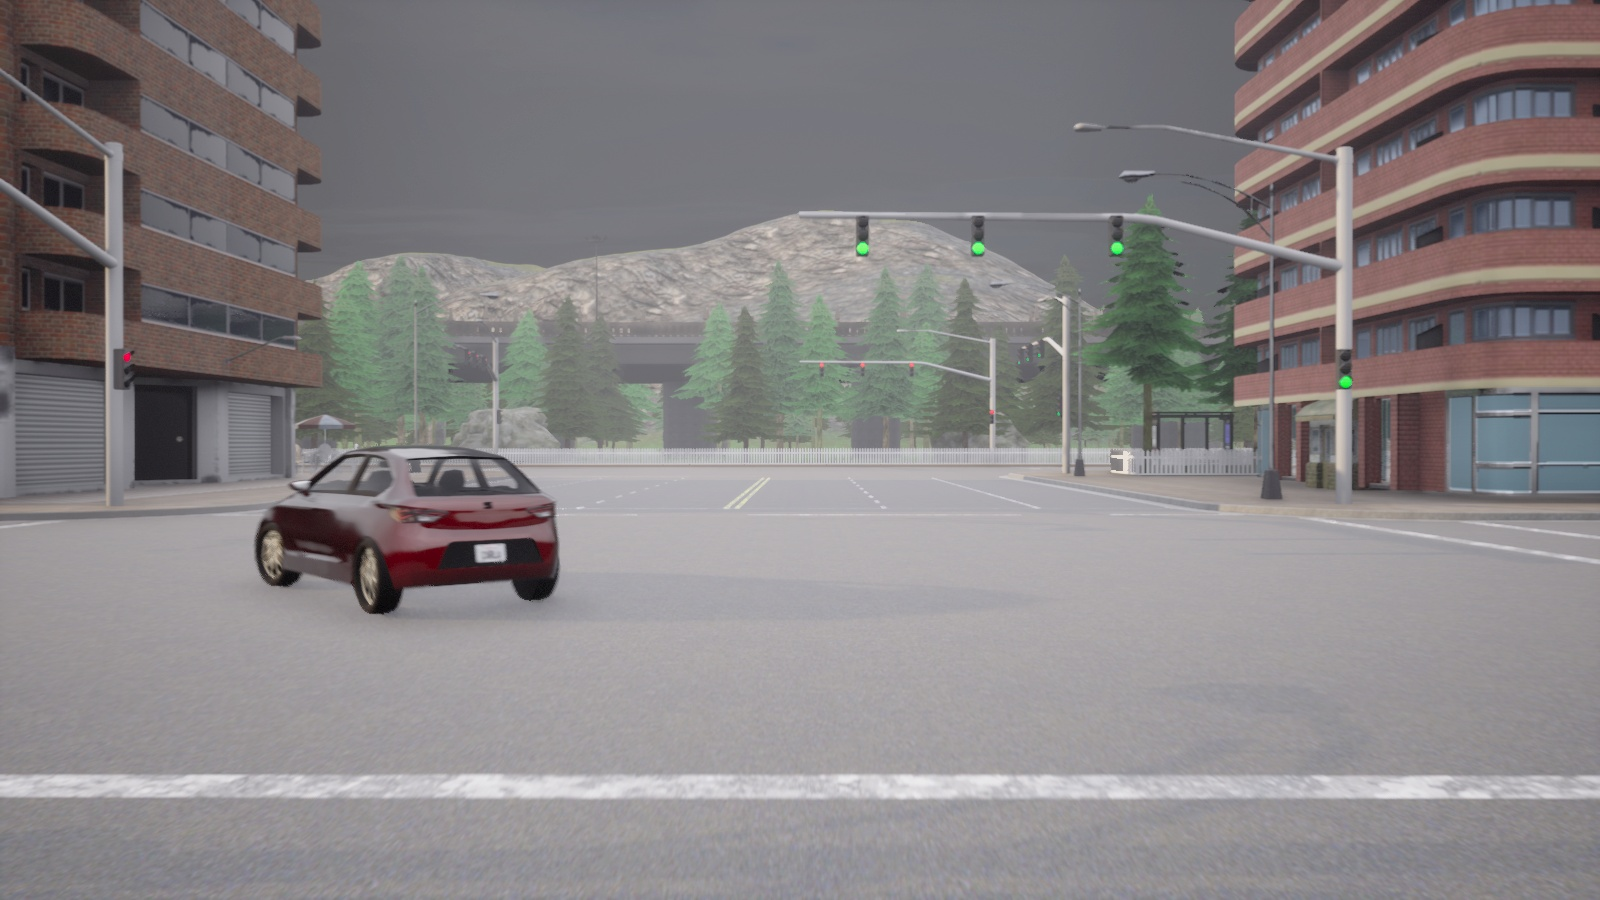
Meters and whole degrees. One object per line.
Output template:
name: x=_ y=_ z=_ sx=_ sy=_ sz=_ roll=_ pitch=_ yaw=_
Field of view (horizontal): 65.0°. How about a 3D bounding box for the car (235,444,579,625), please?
car: x=-4.054 y=0.686 z=12.500 sx=1.816 sy=1.474 sz=4.193 roll=0 pitch=0 yaw=-40
